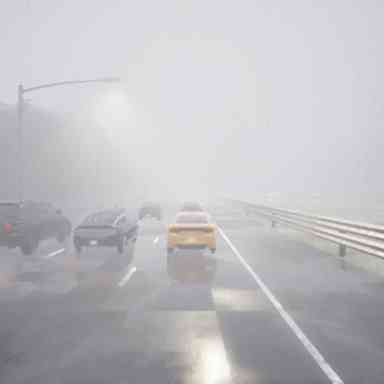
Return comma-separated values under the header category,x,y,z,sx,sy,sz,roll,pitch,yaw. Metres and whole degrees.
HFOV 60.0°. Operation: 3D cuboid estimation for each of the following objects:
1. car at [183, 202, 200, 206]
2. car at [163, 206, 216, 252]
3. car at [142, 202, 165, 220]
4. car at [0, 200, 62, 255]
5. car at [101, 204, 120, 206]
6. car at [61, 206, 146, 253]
category,x,y,z,sx,sy,sz,roll,pitch,yaw
car,-0.022,1.617,29.296,1.837,1.490,4.892,0,1,0
car,-0.006,1.586,14.479,1.882,1.535,5.008,0,0,0
car,-3.522,1.617,29.283,1.837,1.490,4.892,0,1,0
car,-7.011,1.324,14.014,2.150,2.045,5.566,0,0,0
car,-7.024,1.711,29.086,1.895,1.301,4.718,0,0,0
car,-3.508,1.600,14.287,2.128,1.511,4.902,0,0,0
